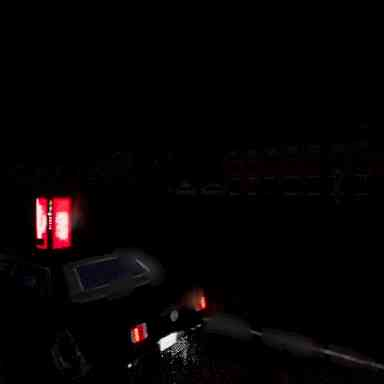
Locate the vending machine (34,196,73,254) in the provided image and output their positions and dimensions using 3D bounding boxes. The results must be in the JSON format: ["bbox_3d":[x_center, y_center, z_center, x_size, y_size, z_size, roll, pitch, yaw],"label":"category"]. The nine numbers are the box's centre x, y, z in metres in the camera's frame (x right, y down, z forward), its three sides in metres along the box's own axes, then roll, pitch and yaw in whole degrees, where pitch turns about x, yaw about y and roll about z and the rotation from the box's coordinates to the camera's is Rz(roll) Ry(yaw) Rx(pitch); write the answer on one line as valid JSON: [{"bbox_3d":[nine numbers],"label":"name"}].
[{"bbox_3d":[-5.269,1.195,12.683,0.880,2.100,1.100,0,0,36],"label":"vending machine"}]

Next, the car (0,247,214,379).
[{"bbox_3d":[-2.093,1.601,5.508,4.718,1.301,1.895,0,0,36],"label":"car"}]
